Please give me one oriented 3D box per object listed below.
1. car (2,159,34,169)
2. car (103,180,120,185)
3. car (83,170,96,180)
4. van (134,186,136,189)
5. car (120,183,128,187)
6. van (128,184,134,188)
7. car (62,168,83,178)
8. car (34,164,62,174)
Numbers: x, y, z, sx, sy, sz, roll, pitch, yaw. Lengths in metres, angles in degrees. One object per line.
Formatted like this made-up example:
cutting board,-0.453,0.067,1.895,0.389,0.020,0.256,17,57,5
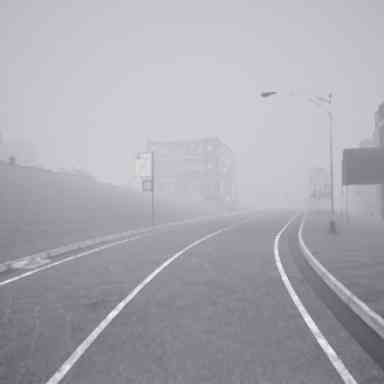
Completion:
car,-20.094,-2.843,36.512,2.002,1.452,4.674,0,-3,12
car,-15.959,-1.442,63.865,2.002,1.452,4.674,0,-3,6
car,-17.251,-2.359,52.929,2.435,2.045,5.566,0,-3,9
van,-14.780,-0.588,80.554,1.878,1.987,4.442,0,-4,3
car,-15.468,-1.094,69.375,2.002,1.452,4.674,0,-4,5
van,-15.049,-0.980,75.036,1.878,1.987,4.442,0,-4,4
car,-18.100,-2.516,47.384,2.185,1.767,4.553,0,-3,10
car,-19.055,-2.650,41.830,2.231,1.521,4.892,0,-3,11
